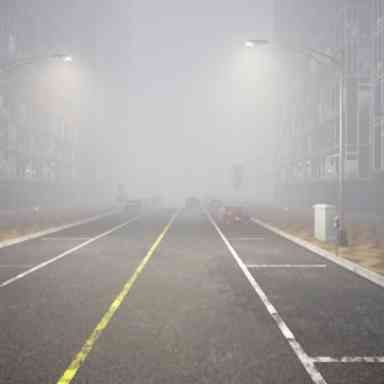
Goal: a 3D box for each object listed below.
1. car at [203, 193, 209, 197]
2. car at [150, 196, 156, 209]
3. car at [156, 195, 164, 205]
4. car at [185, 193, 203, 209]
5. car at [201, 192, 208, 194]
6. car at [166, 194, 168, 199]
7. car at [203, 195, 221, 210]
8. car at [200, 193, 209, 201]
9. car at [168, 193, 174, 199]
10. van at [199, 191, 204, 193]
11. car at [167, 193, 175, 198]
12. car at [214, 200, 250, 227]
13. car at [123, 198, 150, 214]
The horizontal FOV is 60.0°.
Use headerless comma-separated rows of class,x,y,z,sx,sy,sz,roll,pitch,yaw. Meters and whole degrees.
car,2.695,1.288,50.329,1.947,1.339,4.313,0,0,0
car,-5.687,1.372,38.953,1.802,1.307,4.206,0,0,0
car,-5.686,1.266,50.337,1.887,1.381,4.507,0,0,0
car,0.103,1.254,41.235,1.882,1.535,5.008,0,1,0
car,2.696,1.217,61.713,1.947,1.339,4.313,0,0,0
car,-5.686,1.253,56.030,1.947,1.339,4.313,0,0,0
car,2.694,1.357,38.944,1.947,1.339,4.313,0,0,0
car,2.697,1.017,73.097,1.967,1.590,4.097,0,0,0
car,-5.683,1.025,84.322,1.752,1.417,4.829,0,0,0
van,2.697,0.956,67.405,1.690,1.788,3.998,0,0,0
car,-5.683,1.009,90.186,2.008,1.369,4.403,0,0,0
car,2.693,1.433,21.868,1.887,1.381,4.507,0,0,0
car,-5.687,1.368,33.259,1.887,1.381,4.507,0,0,0
